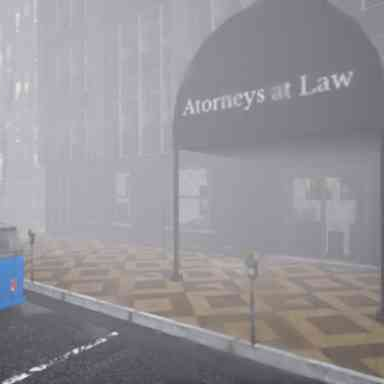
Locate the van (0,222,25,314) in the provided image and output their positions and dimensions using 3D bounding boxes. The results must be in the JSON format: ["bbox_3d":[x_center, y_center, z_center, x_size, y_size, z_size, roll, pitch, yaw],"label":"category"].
[{"bbox_3d":[-4.886,1.384,6.367,3.998,1.788,1.690,0,0,36],"label":"van"}]
